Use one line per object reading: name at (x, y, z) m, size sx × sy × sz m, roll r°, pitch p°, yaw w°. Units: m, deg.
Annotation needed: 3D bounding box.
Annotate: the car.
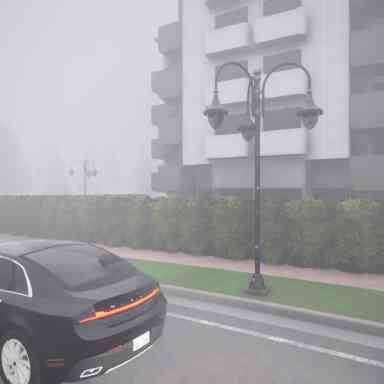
car at (-2.681, 1.505, 5.149) m, size 4.892 × 1.490 × 1.837 m, roll 0°, pitch 0°, yaw 31°
